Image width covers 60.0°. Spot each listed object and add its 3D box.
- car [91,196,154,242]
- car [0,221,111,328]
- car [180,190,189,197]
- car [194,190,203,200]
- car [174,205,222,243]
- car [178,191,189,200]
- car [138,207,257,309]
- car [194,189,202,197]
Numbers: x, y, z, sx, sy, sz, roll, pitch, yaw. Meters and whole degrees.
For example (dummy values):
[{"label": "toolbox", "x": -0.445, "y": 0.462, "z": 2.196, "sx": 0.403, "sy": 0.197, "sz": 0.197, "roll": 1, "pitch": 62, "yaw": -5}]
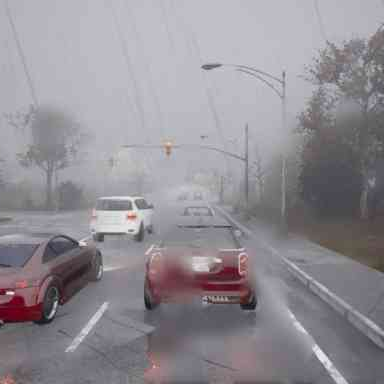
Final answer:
[{"label": "car", "x": -3.242, "y": 1.221, "z": 16.549, "sx": 2.150, "sy": 2.045, "sz": 5.566, "roll": 0, "pitch": 0, "yaw": 3}, {"label": "car", "x": -3.335, "y": 1.564, "z": 7.131, "sx": 1.994, "sy": 1.385, "sz": 4.181, "roll": 0, "pitch": 0, "yaw": 1}, {"label": "car", "x": -1.895, "y": 0.356, "z": 85.561, "sx": 2.033, "sy": 1.411, "sz": 5.357, "roll": 0, "pitch": 3, "yaw": 1}, {"label": "car", "x": 1.395, "y": 1.017, "z": 75.488, "sx": 1.812, "sy": 1.442, "sz": 4.674, "roll": 0, "pitch": 3, "yaw": 1}, {"label": "car", "x": 0.295, "y": 1.491, "z": 16.987, "sx": 2.128, "sy": 1.511, "sz": 4.902, "roll": 0, "pitch": 0, "yaw": 1}, {"label": "car", "x": -2.104, "y": 1.045, "z": 75.562, "sx": 1.994, "sy": 1.385, "sz": 4.181, "roll": 0, "pitch": 3, "yaw": 1}, {"label": "car", "x": 0.175, "y": 1.352, "z": 8.011, "sx": 2.097, "sy": 1.767, "sz": 4.553, "roll": 0, "pitch": 0, "yaw": 1}, {"label": "car", "x": 1.604, "y": 0.173, "z": 85.449, "sx": 2.097, "sy": 1.767, "sz": 4.553, "roll": 0, "pitch": 3, "yaw": 1}]
